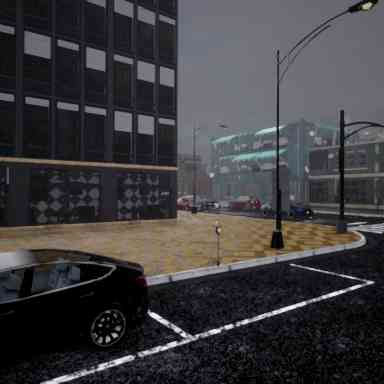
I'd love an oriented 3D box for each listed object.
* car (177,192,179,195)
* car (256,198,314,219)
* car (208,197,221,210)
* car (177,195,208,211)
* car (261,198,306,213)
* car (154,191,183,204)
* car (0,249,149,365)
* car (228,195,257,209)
[{"bbox_3d":[-0.496,1.101,47.638,2.008,1.369,4.403,1,0,-36],"label":"car"},{"bbox_3d":[7.592,1.355,26.790,1.994,1.385,4.181,0,1,-36],"label":"car"},{"bbox_3d":[1.086,1.145,35.674,2.128,1.511,4.902,0,1,-36],"label":"car"},{"bbox_3d":[-0.699,1.231,33.738,1.802,1.307,4.206,1,0,-36],"label":"car"},{"bbox_3d":[9.339,1.340,34.217,1.802,1.307,4.206,1,0,-36],"label":"car"},{"bbox_3d":[-3.769,0.794,52.111,2.192,1.841,5.009,1,0,-36],"label":"car"},{"bbox_3d":[-2.680,1.566,4.643,4.313,1.339,1.947,0,0,-35],"label":"car"},{"bbox_3d":[6.062,1.130,38.692,1.967,1.590,4.097,1,0,-36],"label":"car"}]
